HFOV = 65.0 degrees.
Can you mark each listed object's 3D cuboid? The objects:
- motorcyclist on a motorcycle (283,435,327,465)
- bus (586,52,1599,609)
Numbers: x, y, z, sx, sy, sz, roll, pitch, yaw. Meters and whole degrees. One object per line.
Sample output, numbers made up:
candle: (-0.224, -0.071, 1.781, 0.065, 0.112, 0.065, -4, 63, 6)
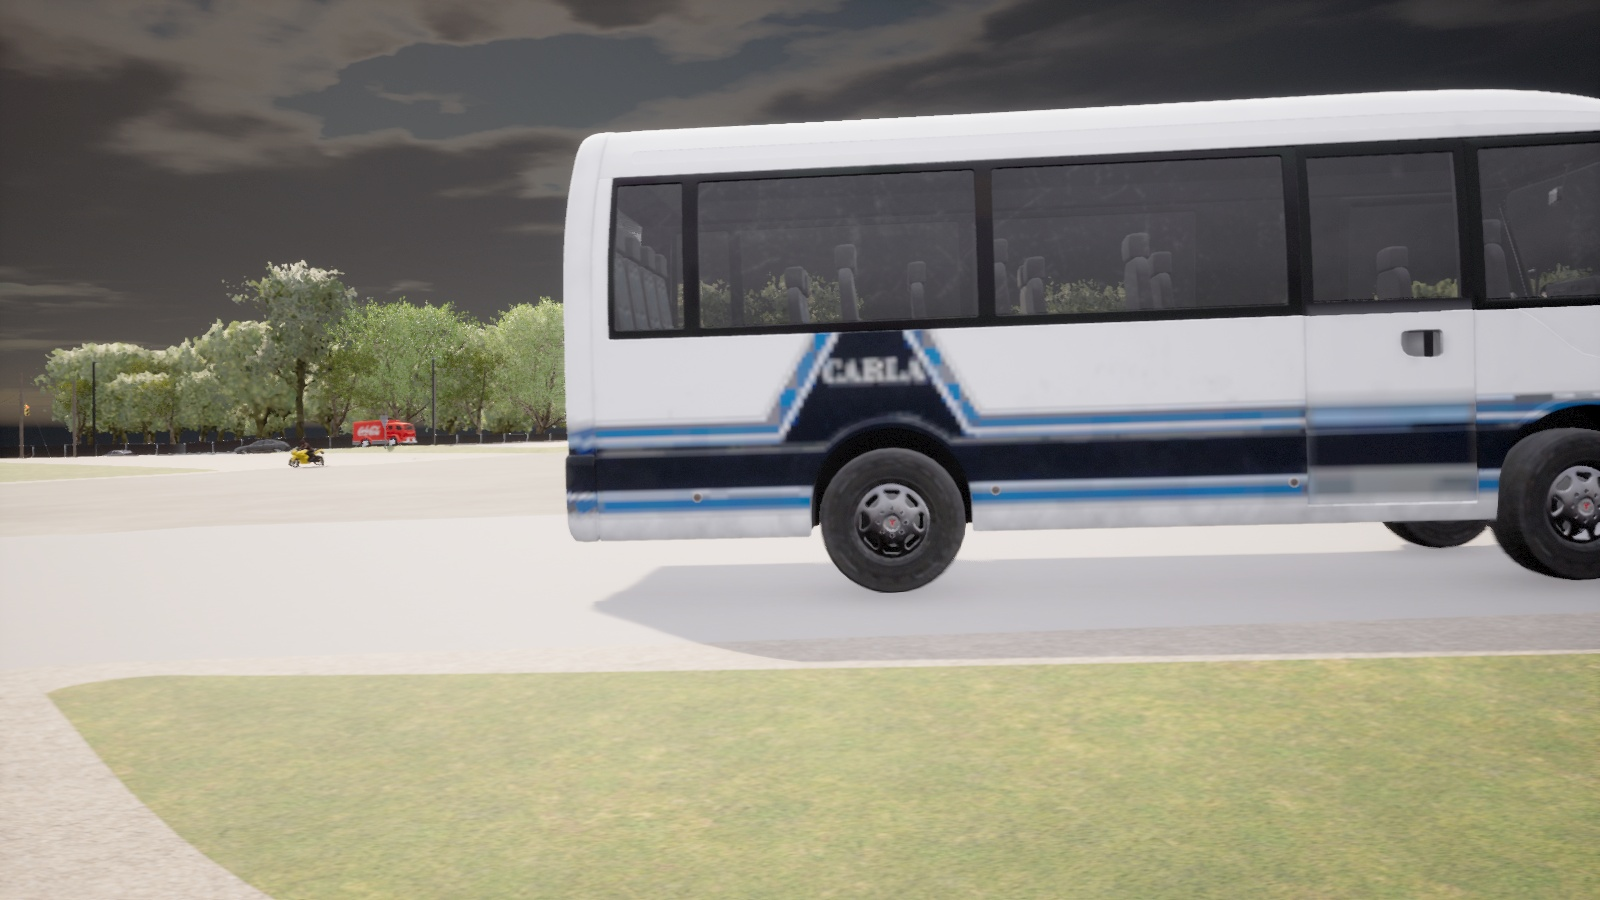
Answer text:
motorcyclist on a motorcycle: (-27.140, -0.016, 68.917, 0.797, 1.523, 2.044, 0, 3, 44)
bus: (3.551, -0.959, 12.010, 10.273, 4.253, 3.944, -1, 2, 5)
